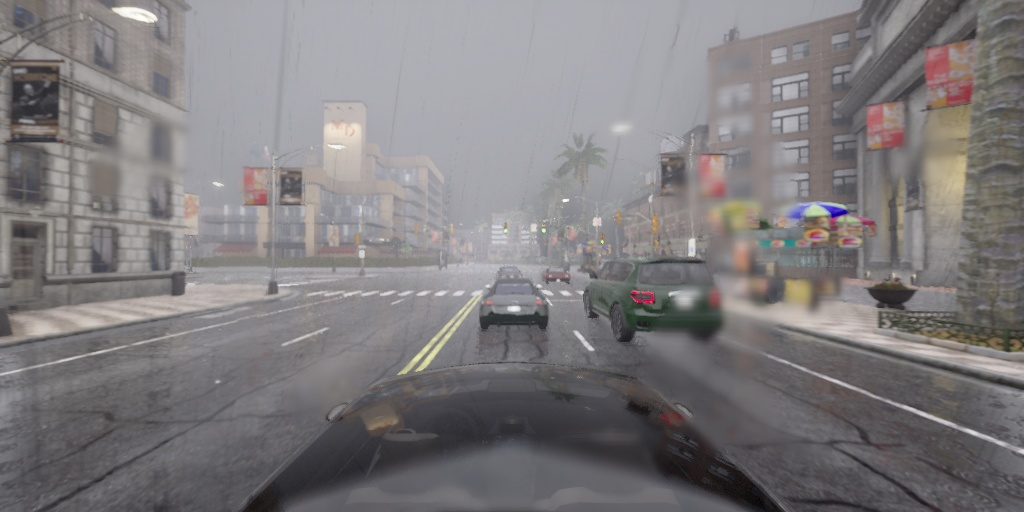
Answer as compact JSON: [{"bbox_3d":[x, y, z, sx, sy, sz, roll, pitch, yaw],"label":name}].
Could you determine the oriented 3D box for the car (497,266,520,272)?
[{"bbox_3d":[-0.310,1.506,27.645,2.033,1.411,5.357,0,0,-7],"label":"car"}]

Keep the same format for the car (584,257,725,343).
[{"bbox_3d":[3.555,1.039,10.076,2.150,2.045,5.566,0,0,0],"label":"car"}]

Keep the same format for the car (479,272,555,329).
[{"bbox_3d":[0.054,1.392,11.530,1.994,1.385,4.181,0,-1,0],"label":"car"}]

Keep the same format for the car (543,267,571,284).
[{"bbox_3d":[3.507,1.572,29.392,1.895,1.301,4.718,0,0,0],"label":"car"}]
